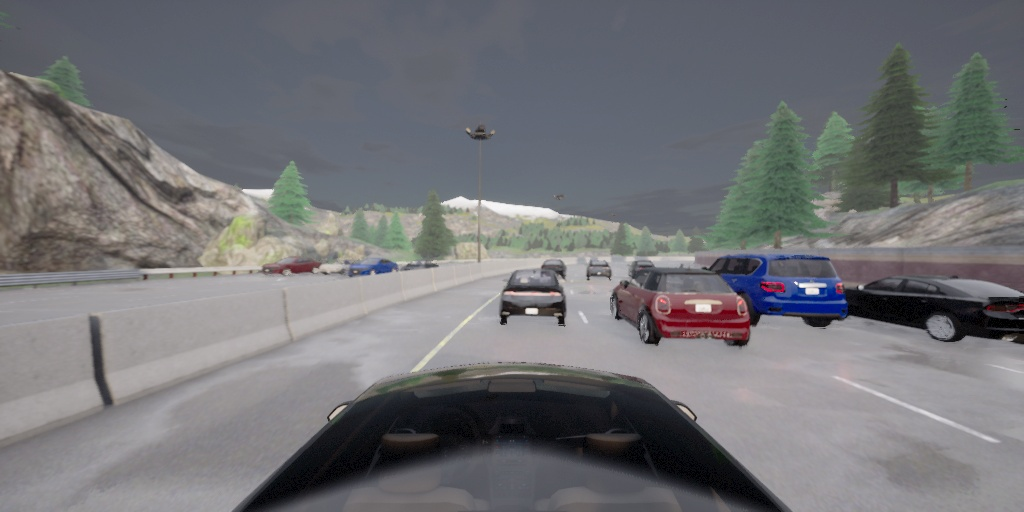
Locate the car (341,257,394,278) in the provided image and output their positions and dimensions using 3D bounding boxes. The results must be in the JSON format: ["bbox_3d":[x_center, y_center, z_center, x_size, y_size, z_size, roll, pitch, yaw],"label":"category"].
[{"bbox_3d":[-11.099,0.884,28.940,1.882,1.535,5.008,1,0,11],"label":"car"}]

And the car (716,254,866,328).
[{"bbox_3d":[7.715,0.948,11.582,2.150,2.045,5.566,0,0,5],"label":"car"}]

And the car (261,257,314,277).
[{"bbox_3d":[-18.093,0.818,29.616,1.882,1.535,5.008,1,0,11],"label":"car"}]

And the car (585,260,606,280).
[{"bbox_3d":[6.846,1.057,28.479,2.128,1.511,4.902,1,1,12],"label":"car"}]

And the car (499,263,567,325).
[{"bbox_3d":[0.705,1.159,11.446,2.128,1.511,4.902,0,1,5],"label":"car"}]

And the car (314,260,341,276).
[{"bbox_3d":[-14.284,0.962,30.923,1.895,1.301,4.718,1,1,11],"label":"car"}]

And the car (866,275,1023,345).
[{"bbox_3d":[11.081,1.250,9.758,1.882,1.535,5.008,0,1,4],"label":"car"}]

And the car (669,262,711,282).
[{"bbox_3d":[14.009,1.227,28.533,1.895,1.301,4.718,1,1,13],"label":"car"}]

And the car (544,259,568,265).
[{"bbox_3d":[3.456,1.006,29.347,1.882,1.535,5.008,1,1,12],"label":"car"}]

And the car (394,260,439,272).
[{"bbox_3d":[-7.464,0.999,29.308,1.994,1.385,4.181,1,0,11],"label":"car"}]

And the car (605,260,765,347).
[{"bbox_3d":[4.052,1.066,9.446,2.097,1.767,4.553,1,1,4],"label":"car"}]

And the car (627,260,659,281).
[{"bbox_3d":[10.624,1.095,29.308,1.837,1.490,4.892,0,0,13],"label":"car"}]
